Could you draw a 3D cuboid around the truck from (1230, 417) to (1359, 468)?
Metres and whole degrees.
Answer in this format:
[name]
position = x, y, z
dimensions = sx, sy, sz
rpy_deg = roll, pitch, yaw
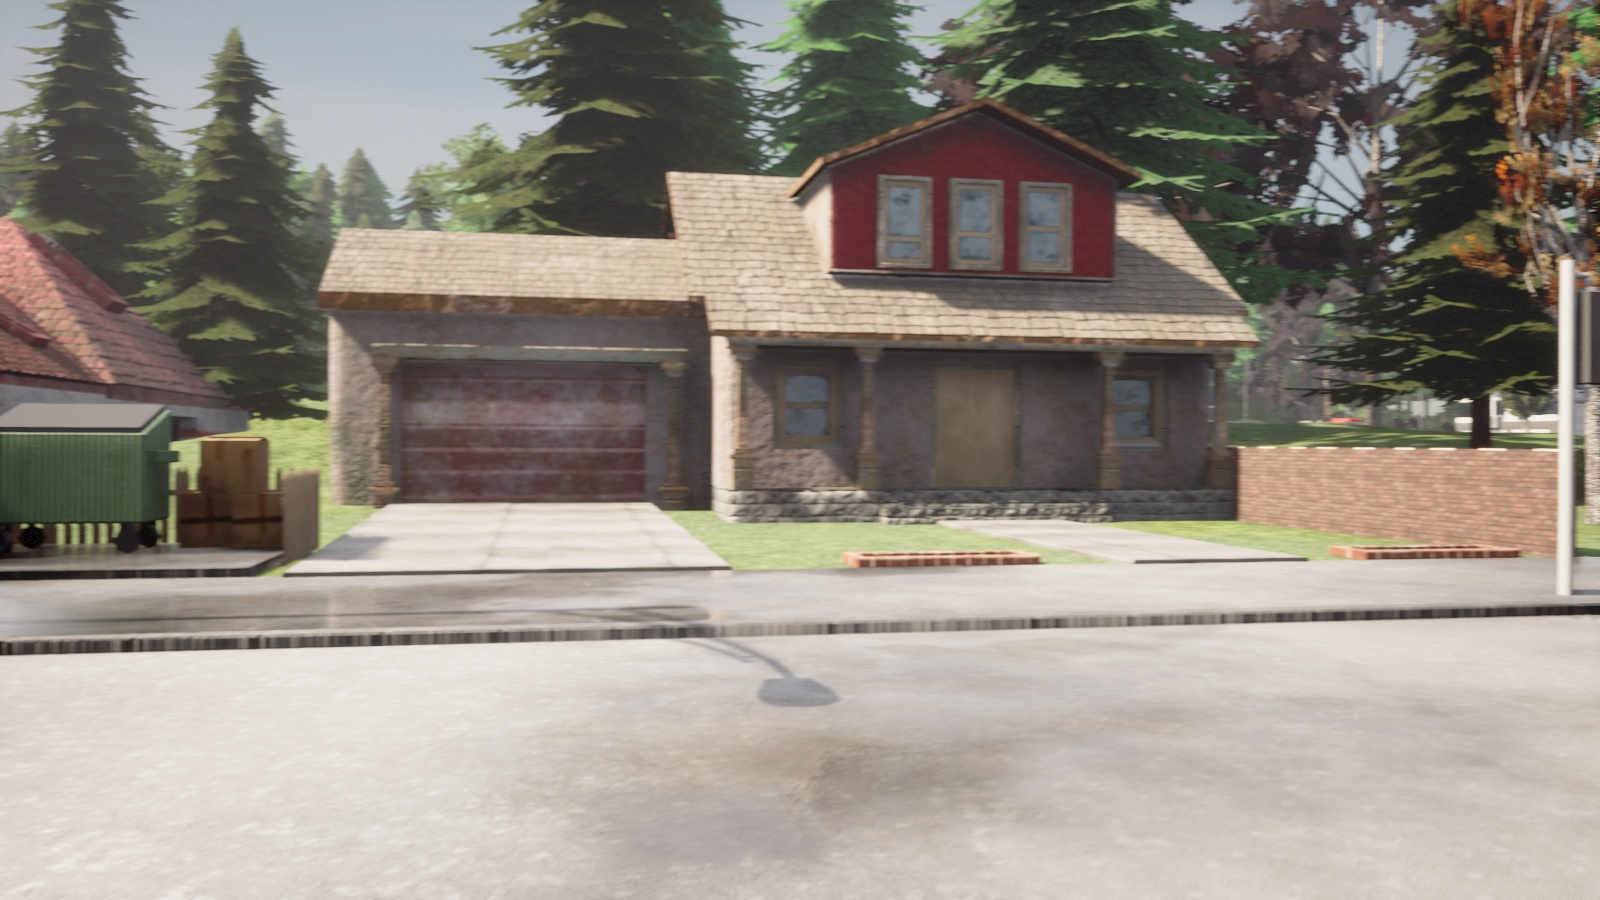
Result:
[truck]
position = 35.047, -0.546, 89.200
dimensions = 7.936, 3.462, 2.891
rpy_deg = 1, 0, 44
